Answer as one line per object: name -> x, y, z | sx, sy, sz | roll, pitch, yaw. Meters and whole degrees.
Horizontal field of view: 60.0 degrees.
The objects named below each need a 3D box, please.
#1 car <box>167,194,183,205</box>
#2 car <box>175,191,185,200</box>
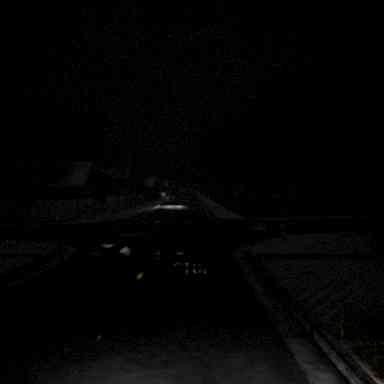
car -> -2.758, 1.359, 51.159 | 1.895, 1.301, 4.718 | 0, 1, 0
car -> -2.761, 0.737, 77.065 | 2.150, 2.045, 5.566 | 0, 0, 0
